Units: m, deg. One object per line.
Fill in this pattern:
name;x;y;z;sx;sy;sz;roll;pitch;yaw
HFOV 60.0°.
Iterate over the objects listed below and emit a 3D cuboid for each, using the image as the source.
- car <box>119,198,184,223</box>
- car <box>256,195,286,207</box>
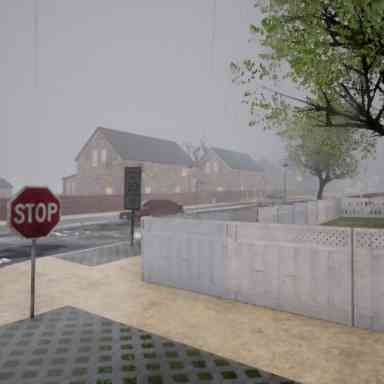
car;-2.533;1.161;21.686;1.882;1.535;5.008;2;2;35
car;9.021;0.982;37.950;1.895;1.301;4.718;2;2;36
